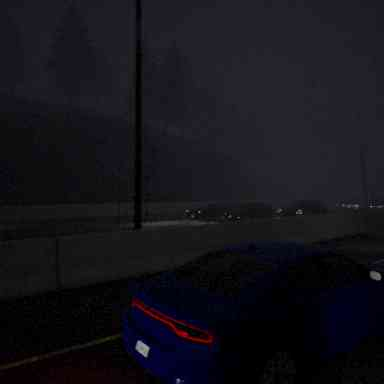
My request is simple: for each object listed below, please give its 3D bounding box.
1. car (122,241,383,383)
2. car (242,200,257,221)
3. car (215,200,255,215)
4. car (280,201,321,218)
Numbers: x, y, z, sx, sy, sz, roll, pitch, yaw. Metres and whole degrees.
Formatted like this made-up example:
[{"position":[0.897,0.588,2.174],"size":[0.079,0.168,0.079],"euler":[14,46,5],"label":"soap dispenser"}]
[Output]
[{"position":[1.462,1.485,4.974],"size":[5.008,1.535,1.882],"euler":[0,0,-37],"label":"car"},{"position":[4.543,1.545,25.934],"size":[4.892,1.490,1.837],"euler":[0,0,-42],"label":"car"},{"position":[4.651,1.581,35.641],"size":[4.674,1.442,1.812],"euler":[0,0,-45],"label":"car"},{"position":[8.168,1.389,24.520],"size":[4.553,1.767,2.097],"euler":[0,0,-43],"label":"car"}]
